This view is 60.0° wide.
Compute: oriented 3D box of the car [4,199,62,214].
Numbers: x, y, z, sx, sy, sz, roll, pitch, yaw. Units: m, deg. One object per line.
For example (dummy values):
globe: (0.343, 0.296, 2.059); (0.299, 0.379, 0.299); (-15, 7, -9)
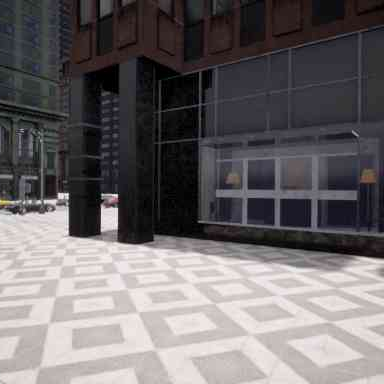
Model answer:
car: (-15.007, 1.341, 31.216); (2.008, 1.369, 4.403); (2, 2, 36)

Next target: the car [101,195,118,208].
car: (-8.748, 1.243, 39.963); (1.802, 1.307, 4.206); (2, 2, 36)

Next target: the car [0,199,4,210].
car: (-18.137, 1.418, 26.842); (1.947, 1.339, 4.313); (2, 2, 36)

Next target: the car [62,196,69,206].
car: (-15.986, 1.131, 44.496); (2.008, 1.369, 4.403); (2, 2, 36)

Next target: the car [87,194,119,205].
car: (-12.959, 1.082, 48.726); (1.947, 1.339, 4.313); (2, 2, 36)

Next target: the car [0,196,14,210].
car: (-22.140, 1.232, 35.895); (1.752, 1.417, 4.829); (2, 2, 36)
